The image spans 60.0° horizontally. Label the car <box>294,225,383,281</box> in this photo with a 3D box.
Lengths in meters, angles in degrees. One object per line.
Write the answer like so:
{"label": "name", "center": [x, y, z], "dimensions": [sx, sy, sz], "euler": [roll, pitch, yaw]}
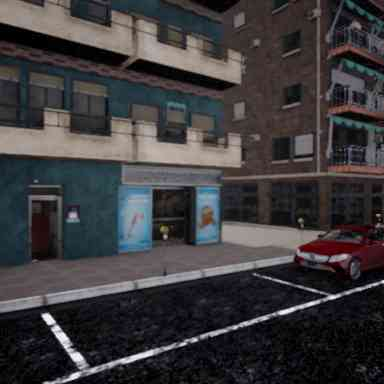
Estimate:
{"label": "car", "center": [4.891, 1.675, 10.053], "dimensions": [4.206, 1.307, 1.802], "euler": [1, -1, -35]}
